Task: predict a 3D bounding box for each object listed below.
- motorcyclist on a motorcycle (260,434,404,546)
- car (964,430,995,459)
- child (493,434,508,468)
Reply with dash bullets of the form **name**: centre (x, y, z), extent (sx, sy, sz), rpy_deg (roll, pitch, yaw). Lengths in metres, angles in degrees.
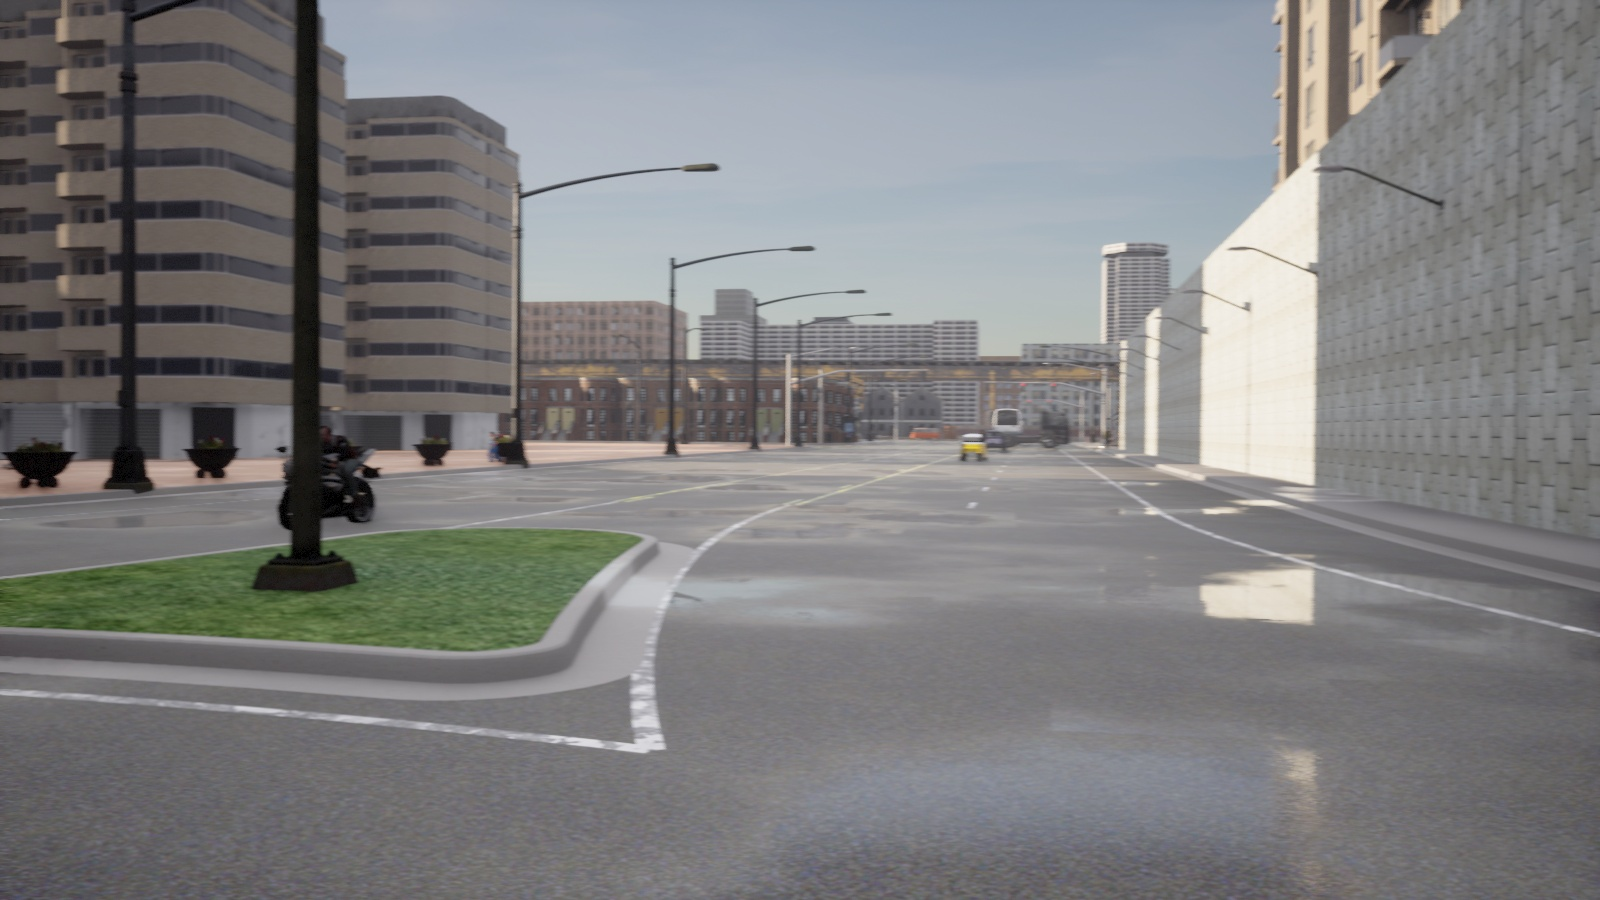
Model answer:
- **motorcyclist on a motorcycle**: centre (-6.829, 0.548, 18.479), extent (0.866, 1.530, 2.191), rpy_deg (0, 1, 15)
- **car**: centre (9.068, -0.291, 63.344), extent (1.481, 1.376, 2.207), rpy_deg (0, 1, 11)
- **child**: centre (-11.421, 0.038, 47.898), extent (0.270, 1.263, 0.437), rpy_deg (0, 1, 43)
